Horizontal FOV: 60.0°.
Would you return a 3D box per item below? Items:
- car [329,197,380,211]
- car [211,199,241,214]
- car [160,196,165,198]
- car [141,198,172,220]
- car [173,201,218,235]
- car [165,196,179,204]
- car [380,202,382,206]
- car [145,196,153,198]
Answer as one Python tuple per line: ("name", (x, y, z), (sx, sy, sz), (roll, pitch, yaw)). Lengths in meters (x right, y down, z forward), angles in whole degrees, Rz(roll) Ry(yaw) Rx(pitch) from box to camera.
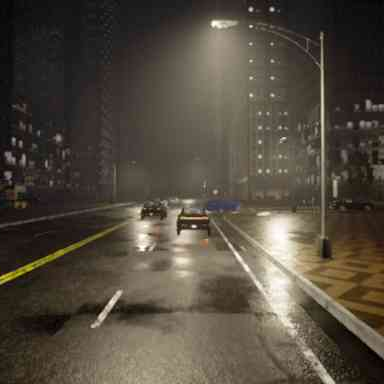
("car", (16.672, 1.325, 34.828), (4.403, 1.369, 2.008), (-1, 0, -1))
("car", (3.371, 1.437, 35.850), (1.882, 1.535, 5.008), (-2, 0, 43))
("car", (-6.523, 1.602, 76.241), (1.837, 1.490, 4.892), (0, 0, 0))
("car", (-3.158, 1.529, 28.307), (2.128, 1.511, 4.902), (0, 0, 0))
("car", (0.095, 1.517, 19.008), (2.128, 1.511, 4.902), (0, 0, 0))
("car", (-3.167, 1.600, 56.885), (1.812, 1.442, 4.674), (0, 0, 0))
("car", (21.950, 1.395, 43.278), (4.829, 1.417, 1.752), (-1, 0, -1))
("car", (-9.773, 1.654, 76.240), (1.994, 1.385, 4.181), (0, 0, 0))
